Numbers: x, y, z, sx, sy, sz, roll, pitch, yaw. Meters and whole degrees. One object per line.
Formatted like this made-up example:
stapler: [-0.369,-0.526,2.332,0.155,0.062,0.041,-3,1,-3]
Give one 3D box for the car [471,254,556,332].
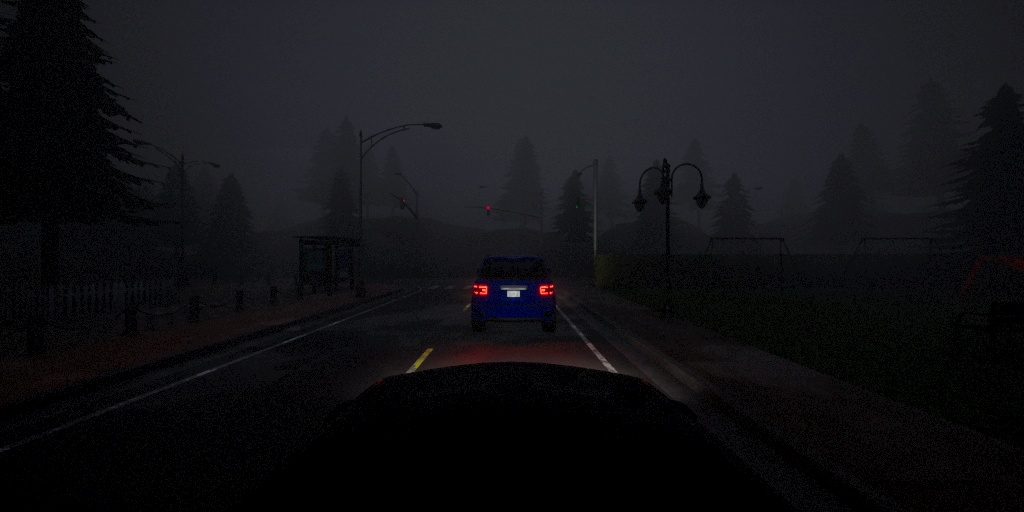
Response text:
car: [0.057,0.971,10.993,2.150,2.045,5.566,0,0,0]
